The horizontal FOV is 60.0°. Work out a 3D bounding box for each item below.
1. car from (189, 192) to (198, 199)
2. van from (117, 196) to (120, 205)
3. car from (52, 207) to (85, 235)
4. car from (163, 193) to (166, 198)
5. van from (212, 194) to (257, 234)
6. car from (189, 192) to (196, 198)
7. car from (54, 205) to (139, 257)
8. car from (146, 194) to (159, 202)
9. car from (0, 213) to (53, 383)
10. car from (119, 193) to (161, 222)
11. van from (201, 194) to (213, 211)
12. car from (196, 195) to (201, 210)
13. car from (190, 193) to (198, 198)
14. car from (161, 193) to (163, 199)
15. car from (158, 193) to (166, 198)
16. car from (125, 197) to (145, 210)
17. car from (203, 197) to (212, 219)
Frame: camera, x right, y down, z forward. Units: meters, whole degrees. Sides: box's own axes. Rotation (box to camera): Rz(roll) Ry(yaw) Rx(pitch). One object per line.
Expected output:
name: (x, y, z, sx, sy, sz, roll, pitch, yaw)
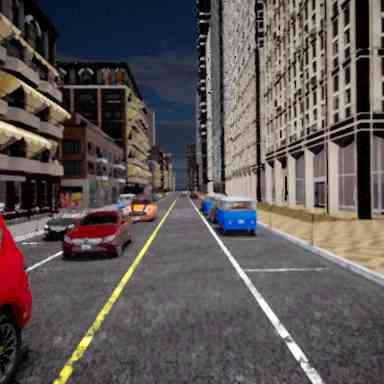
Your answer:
car: (0.699, 0.944, 73.907, 1.802, 1.307, 4.206, -1, 0, -2)
van: (-6.590, 1.140, 34.151, 1.690, 1.788, 3.998, -1, 0, -2)
car: (-6.120, 1.489, 17.215, 2.008, 1.369, 4.403, -1, 1, -2)
car: (-7.828, 0.973, 79.153, 1.752, 1.417, 4.829, -1, 0, -2)
van: (2.254, 1.152, 17.442, 1.690, 1.788, 3.998, -1, 0, -2)
car: (0.232, 0.820, 90.847, 1.802, 1.307, 4.206, -1, 0, -2)
car: (-3.405, 1.462, 12.822, 1.812, 1.442, 4.674, -1, 0, -2)
car: (-7.365, 1.141, 62.385, 1.947, 1.339, 4.313, -1, 0, -2)
car: (-3.121, 1.248, 2.141, 2.150, 2.045, 5.566, -1, 1, -2)
car: (-3.721, 1.191, 24.746, 2.097, 1.767, 4.553, -1, 0, -1)
van: (1.943, 1.059, 28.735, 1.690, 1.788, 3.998, -1, 0, -2)
car: (1.789, 1.238, 34.383, 1.947, 1.339, 4.313, -1, 0, -2)
car: (0.388, 0.845, 85.199, 1.947, 1.339, 4.313, -1, 0, -2)
car: (-7.521, 1.082, 68.031, 2.008, 1.369, 4.403, -1, 0, -2)
car: (-8.144, 0.910, 90.617, 1.887, 1.381, 4.507, -1, 0, -2)
car: (-6.742, 1.335, 39.800, 1.802, 1.307, 4.206, -1, 0, -2)
car: (2.101, 1.315, 23.091, 2.008, 1.369, 4.403, -1, 0, -2)
